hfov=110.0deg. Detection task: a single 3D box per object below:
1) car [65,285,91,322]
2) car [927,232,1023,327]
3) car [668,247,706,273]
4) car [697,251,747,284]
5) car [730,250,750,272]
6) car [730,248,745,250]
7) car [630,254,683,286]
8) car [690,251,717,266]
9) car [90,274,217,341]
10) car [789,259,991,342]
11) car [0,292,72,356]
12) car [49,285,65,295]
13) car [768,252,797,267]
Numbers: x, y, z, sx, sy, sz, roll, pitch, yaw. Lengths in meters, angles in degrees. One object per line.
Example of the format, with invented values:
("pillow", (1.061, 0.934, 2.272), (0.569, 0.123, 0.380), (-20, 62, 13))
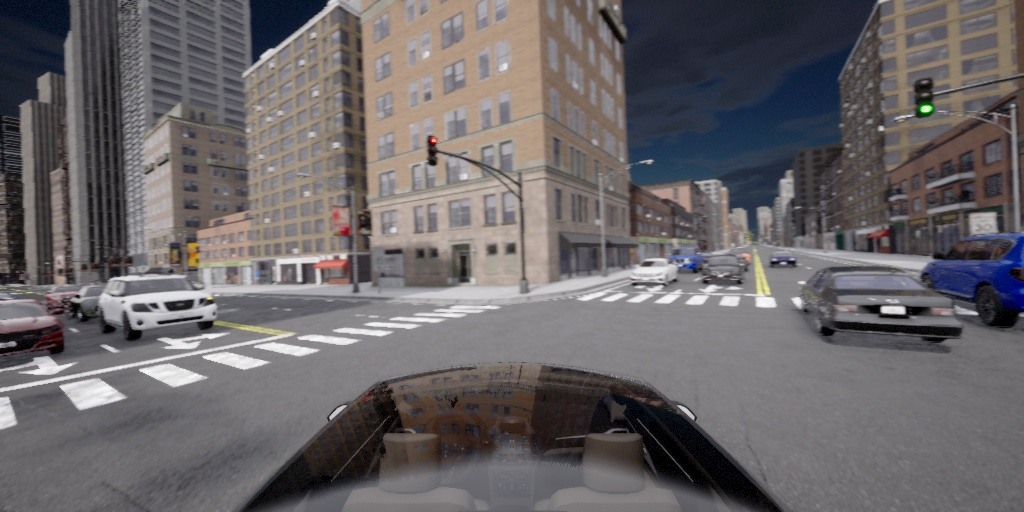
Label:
("car", (-20.813, 2.260, 18.406), (4.553, 1.767, 2.097), (-3, 0, 34))
("car", (12.123, 0.445, 8.544), (2.150, 2.045, 5.566), (-2, 0, 34))
("car", (14.302, 0.288, 29.560), (2.150, 2.045, 5.566), (-2, 0, 34))
("car", (11.936, 0.701, 20.228), (1.837, 1.490, 4.892), (-2, 0, 34))
("car", (17.580, 0.500, 28.580), (1.994, 1.385, 4.181), (-2, 0, 34))
("car", (23.460, 0.015, 37.287), (2.097, 1.767, 4.553), (-2, 0, 34))
("car", (8.303, 0.871, 20.694), (1.812, 1.442, 4.674), (-2, 0, 35))
("car", (21.642, 0.276, 40.370), (2.033, 1.411, 5.357), (-2, 0, 34))
("car", (-13.047, 1.705, 13.102), (5.566, 2.045, 2.150), (-3, 0, 32))
("car", (8.153, 0.939, 8.451), (2.033, 1.411, 5.357), (-2, 0, 34))
("car", (-14.385, 2.007, 10.109), (5.008, 1.535, 1.882), (-3, 0, 33))
("car", (-32.187, 2.883, 26.145), (4.553, 1.767, 2.097), (-3, -1, 34))
("car", (23.790, 0.270, 31.664), (1.895, 1.301, 4.718), (-2, 0, 34))
